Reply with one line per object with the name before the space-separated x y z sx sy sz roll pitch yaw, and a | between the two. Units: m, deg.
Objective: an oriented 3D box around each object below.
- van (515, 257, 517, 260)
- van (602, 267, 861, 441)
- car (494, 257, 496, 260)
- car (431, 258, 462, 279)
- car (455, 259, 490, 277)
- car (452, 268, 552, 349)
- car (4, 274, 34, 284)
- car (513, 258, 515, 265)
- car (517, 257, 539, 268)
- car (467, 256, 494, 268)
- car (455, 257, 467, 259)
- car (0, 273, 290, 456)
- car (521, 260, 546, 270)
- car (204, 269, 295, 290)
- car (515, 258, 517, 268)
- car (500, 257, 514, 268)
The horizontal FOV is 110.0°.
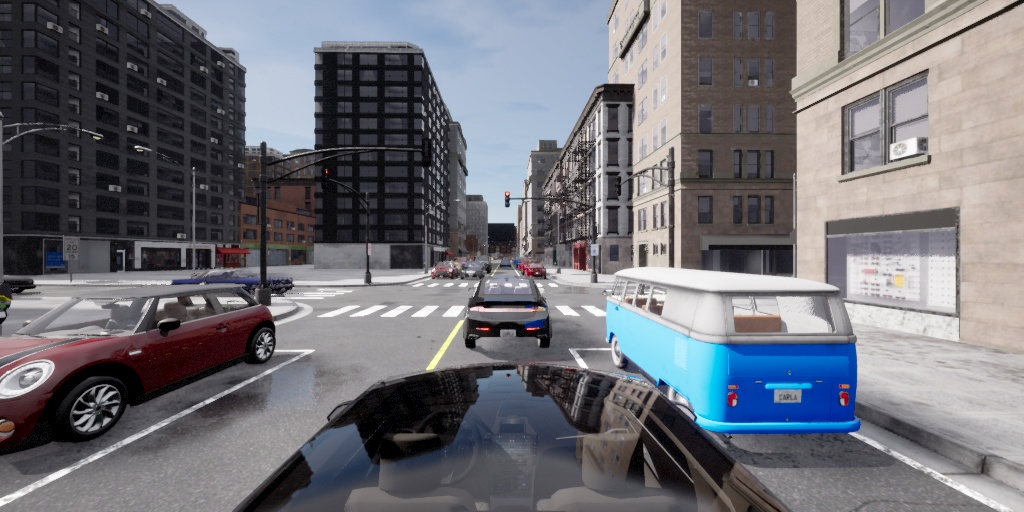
van | 1.668 1.089 53.764 1.690 1.789 3.998 0 0 -1
van | 2.584 1.091 5.253 1.690 1.789 3.998 0 0 -1
car | -3.782 1.296 52.190 2.033 1.411 5.357 0 0 -1
car | -5.947 1.190 31.977 1.967 1.591 4.097 0 0 -1
car | -3.395 1.242 31.626 2.128 1.511 4.902 0 0 -1
car | -0.126 1.242 9.188 2.128 1.511 4.902 0 0 -1
car | -26.211 1.162 16.938 5.357 1.411 2.033 0 0 -1
car | 1.566 1.312 59.172 1.948 1.339 4.313 0 0 -1
car | 1.975 1.065 37.537 2.192 1.841 5.009 0 0 -1
car | -3.586 0.972 41.788 2.150 2.045 5.566 0 0 0
car | -6.151 1.065 42.794 2.192 1.841 5.009 0 0 -1
car | -5.439 1.190 5.102 1.967 1.591 4.097 0 0 -1
car | 2.077 1.295 32.129 1.888 1.381 4.507 0 0 -1
car | -13.131 1.290 17.135 4.718 1.301 1.895 0 0 1
car | 1.770 1.294 48.355 1.888 1.381 4.507 0 0 -1
car | -1.131 1.309 62.289 1.994 1.385 4.181 0 0 -1
